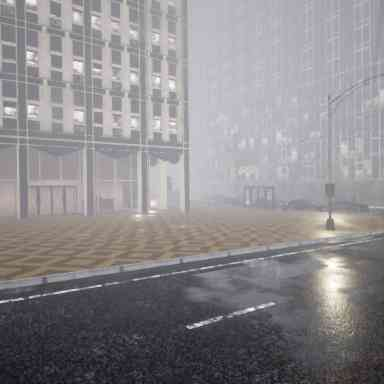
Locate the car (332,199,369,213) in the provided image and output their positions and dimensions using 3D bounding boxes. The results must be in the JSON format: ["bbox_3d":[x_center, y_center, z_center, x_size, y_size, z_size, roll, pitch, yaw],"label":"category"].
[{"bbox_3d":[16.413,1.405,35.308,1.994,1.385,4.181,-1,1,-34],"label":"car"}]

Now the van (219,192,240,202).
[{"bbox_3d":[6.723,0.855,59.872,1.690,1.788,3.998,0,1,-34],"label":"van"}]

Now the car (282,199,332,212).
[{"bbox_3d":[12.467,1.423,36.291,1.947,1.339,4.313,0,1,-34],"label":"car"}]

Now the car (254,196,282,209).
[{"bbox_3d":[9.285,1.388,41.003,1.802,1.307,4.206,0,1,-34],"label":"car"}]

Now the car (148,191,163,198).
[{"bbox_3d":[-9.254,0.686,83.374,1.967,1.590,4.097,0,1,-34],"label":"car"}]

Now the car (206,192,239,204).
[{"bbox_3d":[4.851,1.159,52.339,1.837,1.490,4.892,-1,1,-34],"label":"car"}]

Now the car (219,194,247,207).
[{"bbox_3d":[6.138,1.319,45.736,1.947,1.339,4.313,0,1,-34],"label":"car"}]

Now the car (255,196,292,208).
[{"bbox_3d":[10.676,1.275,43.745,1.812,1.442,4.674,-1,1,-34],"label":"car"}]

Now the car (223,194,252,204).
[{"bbox_3d":[7.360,1.104,54.320,1.837,1.490,4.892,-1,1,-34],"label":"car"}]

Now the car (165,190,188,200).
[{"bbox_3d":[-3.384,0.645,70.094,2.150,2.045,5.566,-1,1,-34],"label":"car"}]

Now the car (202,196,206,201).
[{"bbox_3d":[3.528,1.043,64.575,1.802,1.307,4.206,0,1,-34],"label":"car"}]

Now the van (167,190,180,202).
[{"bbox_3d":[-3.402,0.937,59.863,1.690,1.788,3.998,0,1,-34],"label":"van"}]

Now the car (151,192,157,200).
[{"bbox_3d":[-9.793,1.039,69.266,2.008,1.369,4.403,0,1,-34],"label":"car"}]
